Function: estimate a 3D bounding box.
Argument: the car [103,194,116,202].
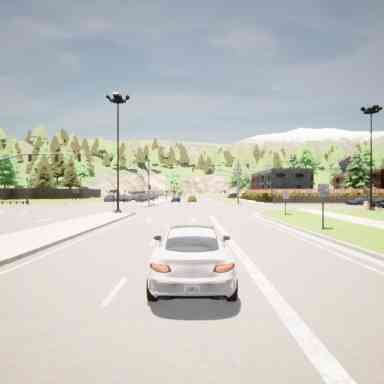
[{"bbox_3d":[-18.462,1.355,74.906,2.097,1.767,4.553,0,0,0],"label":"car"}]

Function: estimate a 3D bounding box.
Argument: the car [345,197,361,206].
[{"bbox_3d":[27.865,1.547,54.151,5.357,1.411,2.033,0,0,0],"label":"car"}]

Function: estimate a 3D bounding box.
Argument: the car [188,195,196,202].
[{"bbox_3d":[0.045,1.478,74.964,1.882,1.535,5.008,0,0,0],"label":"car"}]

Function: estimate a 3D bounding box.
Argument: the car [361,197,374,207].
[{"bbox_3d":[27.353,1.478,47.150,5.008,1.535,1.882,-1,0,0],"label":"car"}]

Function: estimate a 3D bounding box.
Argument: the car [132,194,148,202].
[{"bbox_3d":[-11.462,1.355,74.817,2.097,1.767,4.553,0,0,0],"label":"car"}]

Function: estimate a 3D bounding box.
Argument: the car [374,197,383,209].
[{"bbox_3d":[27.403,1.546,43.652,5.357,1.411,2.033,0,0,-1],"label":"car"}]

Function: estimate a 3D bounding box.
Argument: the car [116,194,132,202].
[{"bbox_3d":[-14.962,1.540,75.106,2.033,1.411,5.357,0,0,0],"label":"car"}]

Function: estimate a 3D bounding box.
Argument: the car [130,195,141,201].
[{"bbox_3d":[-14.956,1.540,88.174,2.033,1.411,5.357,0,0,0],"label":"car"}]

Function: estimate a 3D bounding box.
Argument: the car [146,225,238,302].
[{"bbox_3d":[0.004,1.526,8.149,1.812,1.442,4.674,0,0,0],"label":"car"}]

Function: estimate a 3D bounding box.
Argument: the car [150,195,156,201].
[{"bbox_3d":[-11.456,1.595,87.757,1.895,1.301,4.718,0,0,0],"label":"car"}]

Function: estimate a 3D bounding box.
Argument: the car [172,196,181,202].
[{"bbox_3d":[-3.452,1.522,73.693,2.128,1.511,4.902,0,0,0],"label":"car"}]

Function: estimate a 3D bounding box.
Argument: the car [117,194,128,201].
[{"bbox_3d":[-18.456,1.355,88.674,2.097,1.767,4.553,0,0,0],"label":"car"}]
